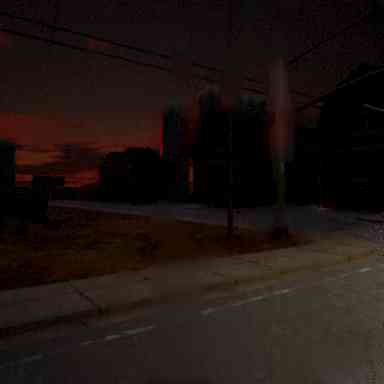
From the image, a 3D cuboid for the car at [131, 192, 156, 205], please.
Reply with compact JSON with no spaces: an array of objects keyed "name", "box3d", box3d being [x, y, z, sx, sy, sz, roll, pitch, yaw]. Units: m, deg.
[{"name":"car","box3d":[-7.945,1.094,54.803,3.866,1.878,1.905,-2,5,11]}]
